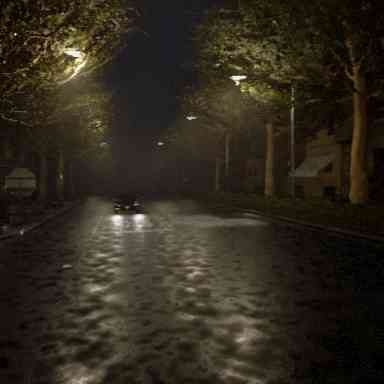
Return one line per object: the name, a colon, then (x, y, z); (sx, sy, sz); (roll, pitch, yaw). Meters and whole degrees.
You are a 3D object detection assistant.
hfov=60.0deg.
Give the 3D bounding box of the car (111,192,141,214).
car: (-5.029, 0.781, 25.397); (1.837, 1.490, 4.892); (-1, 2, -13)
